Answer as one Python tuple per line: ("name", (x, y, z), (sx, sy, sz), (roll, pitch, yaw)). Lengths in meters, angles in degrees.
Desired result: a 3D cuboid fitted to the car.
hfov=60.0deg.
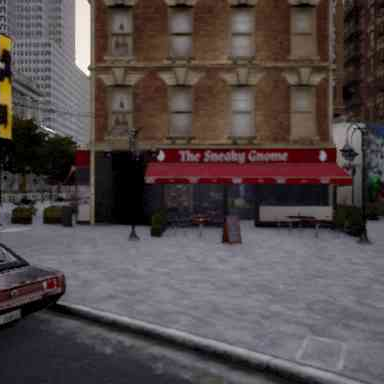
("car", (-4.593, 1.550, 6.064), (4.718, 1.301, 1.895), (0, 0, 30))
